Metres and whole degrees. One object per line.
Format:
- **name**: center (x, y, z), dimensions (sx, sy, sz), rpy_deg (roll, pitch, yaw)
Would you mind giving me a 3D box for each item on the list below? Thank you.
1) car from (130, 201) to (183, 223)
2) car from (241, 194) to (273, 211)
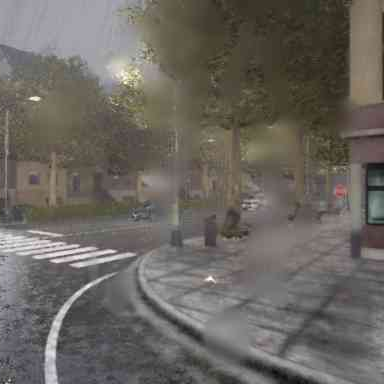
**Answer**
- **car**: center (-2.637, 1.463, 25.611), dimensions (1.837, 1.490, 4.892), rpy_deg (0, 0, 35)
- **car**: center (8.056, 1.270, 40.604), dimensions (2.150, 2.045, 5.566), rpy_deg (0, 0, 35)
